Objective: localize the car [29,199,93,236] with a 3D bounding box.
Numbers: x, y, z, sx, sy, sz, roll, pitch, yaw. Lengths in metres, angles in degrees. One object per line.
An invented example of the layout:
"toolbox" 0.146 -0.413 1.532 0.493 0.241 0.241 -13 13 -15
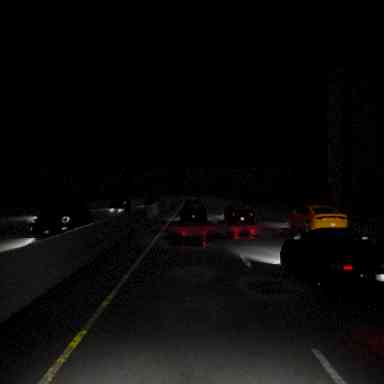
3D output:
"car" -7.096 1.371 18.471 2.097 1.767 4.553 0 0 0

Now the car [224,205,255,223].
"car" 3.605 1.636 25.974 1.895 1.301 4.718 0 0 0

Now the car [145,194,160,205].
"car" -7.021 1.345 60.127 2.150 2.045 5.566 0 0 1

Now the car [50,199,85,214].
"car" -14.085 1.558 37.891 2.128 1.511 4.902 0 0 0

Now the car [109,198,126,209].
"car" -10.552 1.642 48.412 2.033 1.411 5.357 0 0 0

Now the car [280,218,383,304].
"car" 3.601 1.569 8.215 1.994 1.385 4.181 0 0 0

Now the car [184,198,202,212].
"car" 0.109 1.566 41.267 2.128 1.511 4.902 0 0 0

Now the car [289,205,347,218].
"car" 7.103 1.498 19.228 1.882 1.535 5.008 0 0 0

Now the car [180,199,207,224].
"car" 0.106 1.511 24.824 1.882 1.535 5.008 0 0 0
